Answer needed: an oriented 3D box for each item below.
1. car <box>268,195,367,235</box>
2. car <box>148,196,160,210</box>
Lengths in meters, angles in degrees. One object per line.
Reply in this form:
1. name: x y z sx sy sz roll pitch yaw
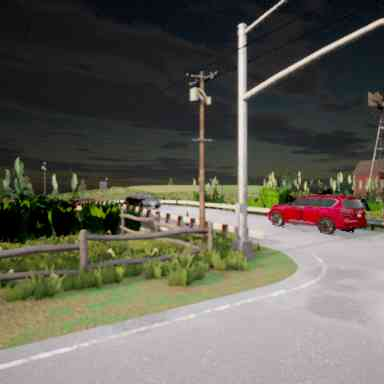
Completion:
1. car: 6.943 1.170 18.973 2.150 2.045 5.566 0 2 -34
2. car: -4.552 0.832 30.321 2.128 1.511 4.902 0 1 -31
